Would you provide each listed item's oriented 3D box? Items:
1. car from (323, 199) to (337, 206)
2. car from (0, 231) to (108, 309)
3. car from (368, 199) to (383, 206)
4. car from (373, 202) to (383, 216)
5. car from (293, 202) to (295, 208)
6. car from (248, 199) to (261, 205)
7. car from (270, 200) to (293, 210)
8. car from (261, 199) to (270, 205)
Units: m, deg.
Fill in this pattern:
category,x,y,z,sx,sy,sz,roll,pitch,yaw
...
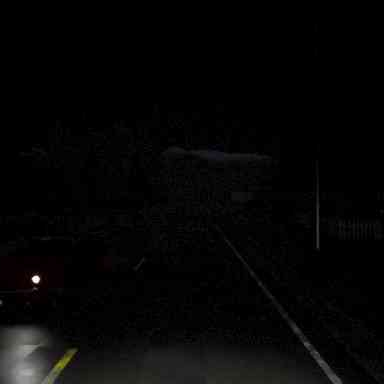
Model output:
category,x,y,z,sx,sy,sz,roll,pitch,yaw
car,29.243,2.259,70.624,1.845,1.501,3.633,0,-1,1
car,-3.576,1.711,8.236,1.895,1.301,4.718,0,-1,0
car,39.235,2.237,70.464,2.007,1.523,4.514,0,-1,1
car,21.906,2.015,34.812,4.181,1.385,1.994,0,-1,1
car,17.122,2.178,59.774,1.970,1.475,3.806,0,-1,1
car,14.351,2.379,78.420,2.007,1.523,4.514,0,-1,1
car,14.054,2.070,52.390,1.845,1.501,3.633,0,-1,1
car,17.489,2.370,78.436,2.152,1.636,5.027,0,-1,1
